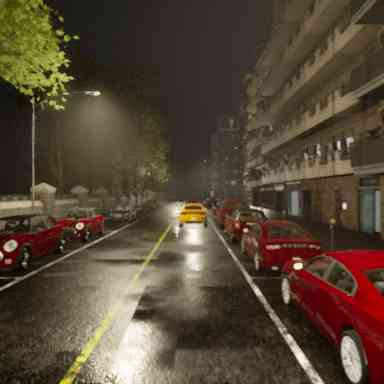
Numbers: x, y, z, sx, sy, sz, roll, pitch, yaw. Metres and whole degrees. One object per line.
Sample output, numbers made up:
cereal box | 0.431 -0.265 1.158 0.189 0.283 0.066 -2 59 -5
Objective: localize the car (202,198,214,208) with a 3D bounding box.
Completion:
car | 2.674 1.826 56.019 1.752 1.417 4.829 0 0 0

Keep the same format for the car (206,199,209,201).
car | 2.677 1.674 44.588 1.967 1.590 4.097 0 0 0

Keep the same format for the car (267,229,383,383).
car | 2.688 1.571 5.177 1.887 1.381 4.507 0 0 0

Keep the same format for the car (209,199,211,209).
car | 2.682 1.582 27.698 1.967 1.590 4.097 0 0 0

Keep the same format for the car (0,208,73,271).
car | -5.695 1.495 10.805 1.967 1.590 4.097 0 0 0

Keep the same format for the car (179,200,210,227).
car | 0.093 1.601 24.070 1.882 1.535 5.008 0 0 0

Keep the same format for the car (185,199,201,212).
car | 0.096 1.698 42.276 1.882 1.535 5.008 0 0 0

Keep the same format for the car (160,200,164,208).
car | -5.704 1.817 50.215 2.008 1.369 4.403 0 0 0

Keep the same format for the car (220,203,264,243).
car | 2.685 1.524 16.437 1.967 1.590 4.097 0 0 0

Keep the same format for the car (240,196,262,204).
car | 14.594 2.054 82.843 5.009 1.841 2.192 1 -1 0

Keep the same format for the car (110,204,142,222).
car | -5.698 1.692 27.694 2.008 1.369 4.403 0 0 0

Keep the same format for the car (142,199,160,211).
car | -5.703 1.758 44.415 1.752 1.417 4.829 0 0 0

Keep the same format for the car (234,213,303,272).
car | 2.686 1.599 10.807 1.887 1.381 4.507 0 0 0

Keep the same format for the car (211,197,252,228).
car | 2.682 1.428 22.067 2.192 1.841 5.009 0 0 0

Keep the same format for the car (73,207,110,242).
car | -5.696 1.524 16.433 1.967 1.590 4.097 0 0 0

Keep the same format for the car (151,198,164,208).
car | -5.706 1.824 55.676 1.752 1.417 4.829 0 0 0

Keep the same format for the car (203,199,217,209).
car | 2.676 1.832 50.218 1.947 1.339 4.313 0 0 0
